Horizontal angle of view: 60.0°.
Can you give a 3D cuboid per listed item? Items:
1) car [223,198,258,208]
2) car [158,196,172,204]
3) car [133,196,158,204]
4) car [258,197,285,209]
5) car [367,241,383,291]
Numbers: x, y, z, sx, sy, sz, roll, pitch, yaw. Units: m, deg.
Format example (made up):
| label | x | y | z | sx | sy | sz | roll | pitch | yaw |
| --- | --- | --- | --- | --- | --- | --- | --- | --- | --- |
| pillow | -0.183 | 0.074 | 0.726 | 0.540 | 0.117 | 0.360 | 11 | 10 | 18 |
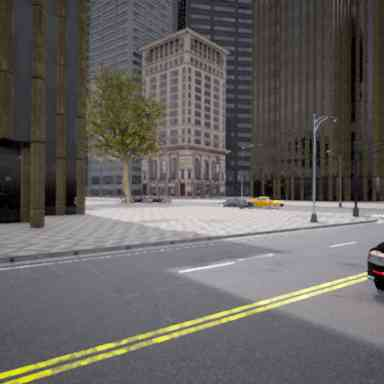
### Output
| label | x | y | z | sx | sy | sz | roll | pitch | yaw |
| --- | --- | --- | --- | --- | --- | --- | --- | --- | --- |
| car | 6.148 | 1.476 | 43.890 | 1.994 | 1.385 | 4.181 | 1 | 0 | -40 |
| car | -5.838 | 1.431 | 62.457 | 2.128 | 1.511 | 4.902 | 1 | -1 | -43 |
| car | -9.025 | 1.404 | 61.124 | 2.128 | 1.511 | 4.902 | 1 | -1 | -43 |
| car | 9.977 | 1.418 | 44.369 | 1.882 | 1.535 | 5.008 | 1 | 0 | -39 |
| car | 5.962 | 1.479 | 7.682 | 4.902 | 1.511 | 2.128 | 0 | 0 | -35 |
